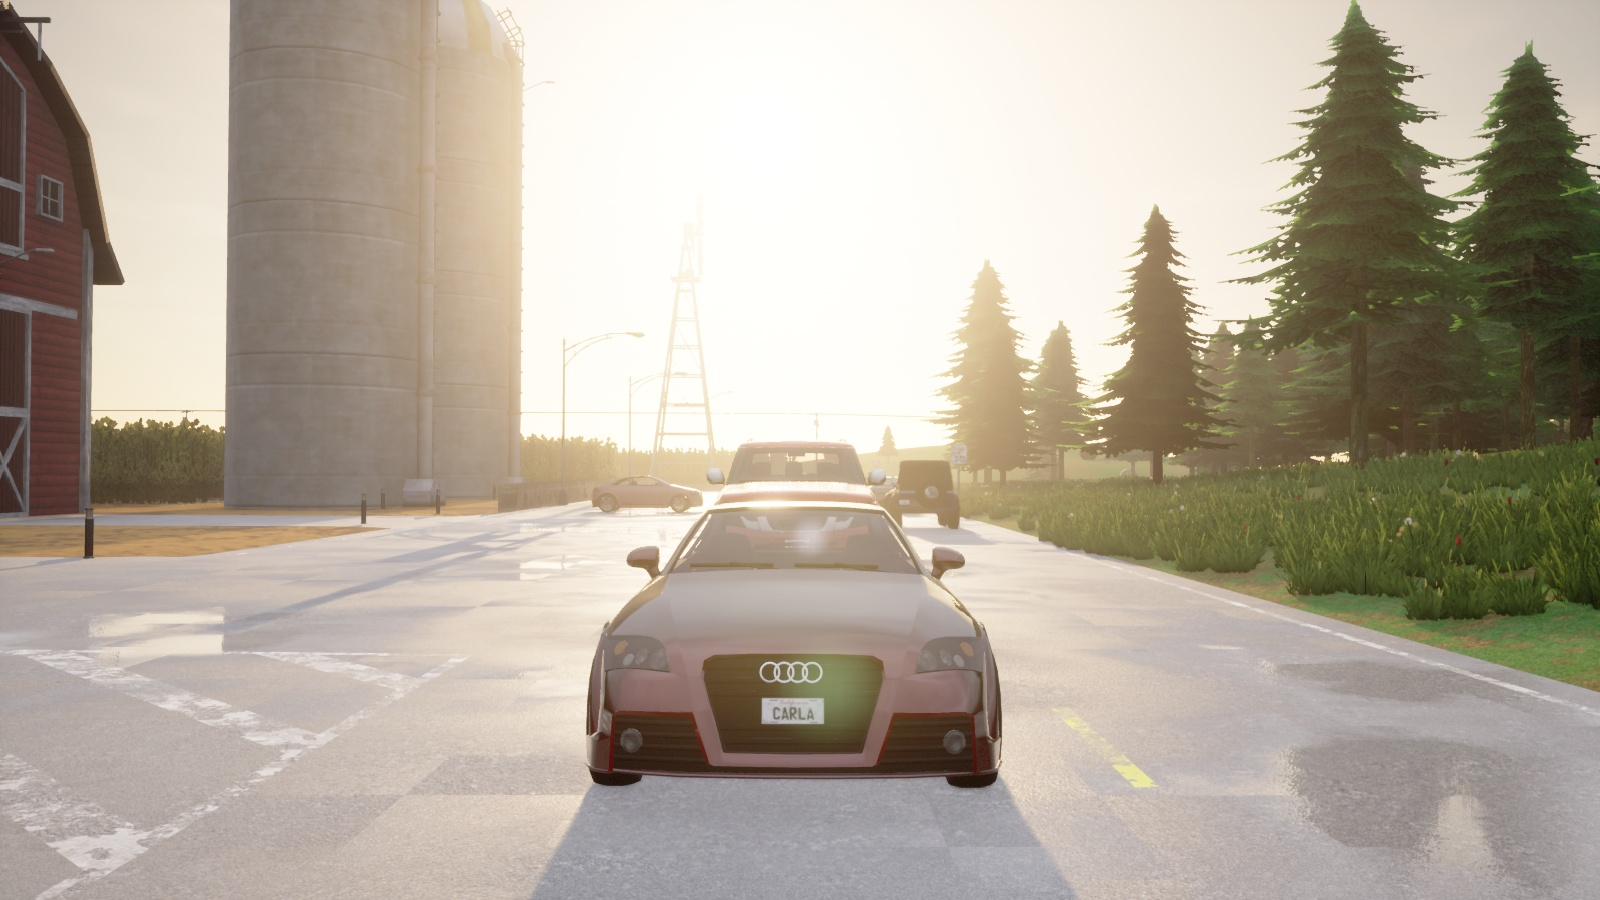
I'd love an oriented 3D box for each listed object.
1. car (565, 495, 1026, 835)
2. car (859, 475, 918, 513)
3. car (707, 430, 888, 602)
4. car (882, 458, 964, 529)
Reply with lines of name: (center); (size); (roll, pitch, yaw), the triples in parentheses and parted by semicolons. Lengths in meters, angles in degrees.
car: (-0.017, 1.005, 7.538); (1.994, 1.385, 4.181); (0, -1, 0)
car: (3.374, 1.680, 48.660); (1.994, 1.385, 4.181); (0, -1, 0)
car: (-0.049, 0.832, 17.781); (2.150, 2.045, 5.566); (0, -1, 0)
car: (3.408, 1.190, 35.407); (1.905, 1.878, 3.866); (0, -1, 0)
